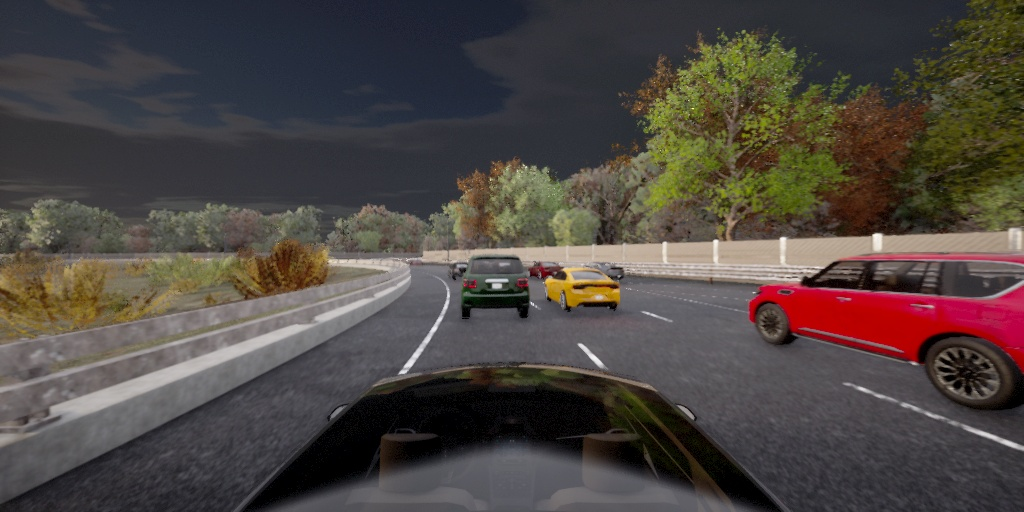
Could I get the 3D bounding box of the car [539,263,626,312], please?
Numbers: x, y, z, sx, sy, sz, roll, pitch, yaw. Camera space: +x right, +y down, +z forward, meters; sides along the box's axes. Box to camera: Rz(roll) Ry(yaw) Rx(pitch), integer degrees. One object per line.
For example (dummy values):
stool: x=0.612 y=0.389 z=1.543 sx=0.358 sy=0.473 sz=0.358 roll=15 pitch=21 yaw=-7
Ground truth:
car: x=2.596 y=1.208 z=14.314 sx=1.882 sy=1.535 sz=5.008 roll=0 pitch=0 yaw=-7

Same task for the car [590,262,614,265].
car: x=6.217 y=1.199 z=26.716 sx=2.128 sy=1.511 sz=4.902 roll=0 pitch=0 yaw=-28

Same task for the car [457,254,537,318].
car: x=-0.736 y=0.965 z=13.102 sx=2.150 sy=2.045 sz=5.566 roll=0 pitch=0 yaw=-7

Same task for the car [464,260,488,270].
car: x=-5.276 y=1.290 z=51.802 sx=1.994 sy=1.385 sz=4.181 roll=0 pitch=0 yaw=-27

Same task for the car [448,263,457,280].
car: x=-4.397 y=1.267 z=30.875 sx=1.812 sy=1.442 sz=4.674 roll=0 pitch=0 yaw=-16

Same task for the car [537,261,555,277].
car: x=2.826 y=1.194 z=30.986 sx=1.882 sy=1.535 sz=5.008 roll=0 pitch=0 yaw=-15

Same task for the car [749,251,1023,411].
car: x=6.829 y=0.945 z=6.212 sx=2.150 sy=2.045 sz=5.566 roll=0 pitch=0 yaw=-3
